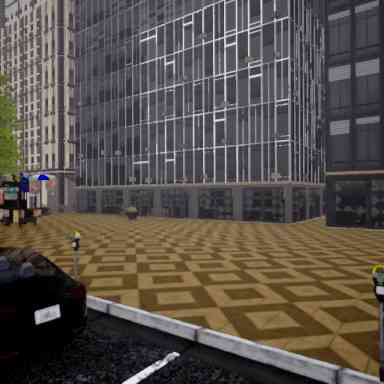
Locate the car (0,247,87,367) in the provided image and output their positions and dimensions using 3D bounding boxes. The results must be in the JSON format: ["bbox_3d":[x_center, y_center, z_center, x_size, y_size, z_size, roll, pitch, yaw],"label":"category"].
[{"bbox_3d":[-3.499,1.573,5.383,4.313,1.339,1.947,0,0,36],"label":"car"}]
